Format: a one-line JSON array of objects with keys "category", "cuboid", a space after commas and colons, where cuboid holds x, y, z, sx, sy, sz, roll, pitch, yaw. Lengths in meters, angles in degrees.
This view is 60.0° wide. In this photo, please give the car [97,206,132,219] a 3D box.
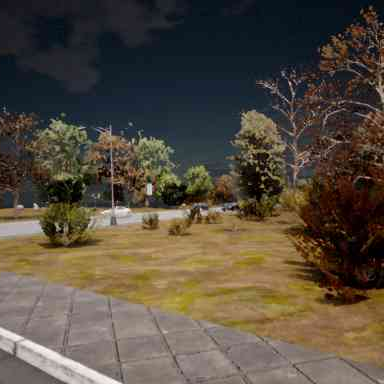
[{"category": "car", "cuboid": [-9.187, 2.450, 39.808, 1.812, 1.442, 4.674, -3, -2, 32]}]

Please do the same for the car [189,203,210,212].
[{"category": "car", "cuboid": [1.377, 2.577, 56.540, 1.837, 1.490, 4.892, -3, -3, 32]}]

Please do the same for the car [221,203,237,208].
[{"category": "car", "cuboid": [6.300, 2.313, 51.018, 1.895, 1.301, 4.718, -3, -2, 32]}]

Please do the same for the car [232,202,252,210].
[{"category": "car", "cuboid": [9.414, 2.577, 62.496, 1.895, 1.301, 4.718, -3, -2, 33]}]
